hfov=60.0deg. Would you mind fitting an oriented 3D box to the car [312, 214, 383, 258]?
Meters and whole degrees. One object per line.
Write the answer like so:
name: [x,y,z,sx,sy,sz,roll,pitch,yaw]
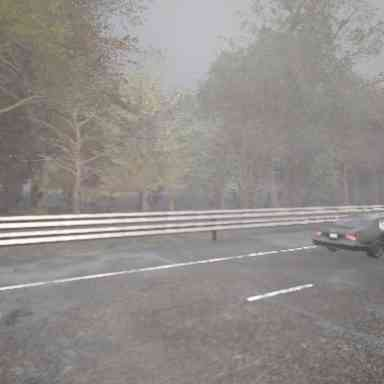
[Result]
car: [6.948,1.568,12.834,5.357,1.411,2.033,0,0,-34]
